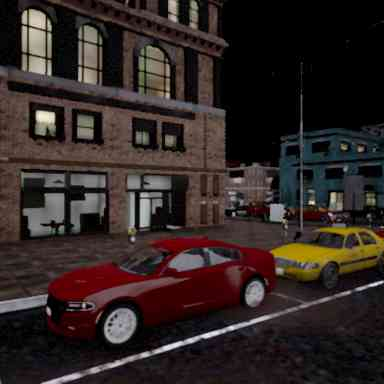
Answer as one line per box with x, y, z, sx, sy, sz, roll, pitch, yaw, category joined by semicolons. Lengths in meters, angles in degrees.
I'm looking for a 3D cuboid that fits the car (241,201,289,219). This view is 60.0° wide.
7.894;1.861;34.341;2.192;1.841;5.009;-1;0;-37;car

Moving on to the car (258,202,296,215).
11.159;2.143;43.963;1.752;1.417;4.829;-1;0;-37;car

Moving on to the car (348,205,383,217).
17.989;2.049;34.738;1.947;1.339;4.313;-1;0;-37;car

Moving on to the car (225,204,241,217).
4.533;2.163;38.885;2.008;1.369;4.403;-1;0;-37;car

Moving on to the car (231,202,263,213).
7.897;2.233;48.371;2.008;1.369;4.403;-1;0;-37;car

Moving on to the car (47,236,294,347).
-0.326;1.575;6.329;4.507;1.381;1.887;1;-1;-35;car

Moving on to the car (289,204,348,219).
11.259;1.919;29.797;1.967;1.590;4.097;-1;0;-37;car

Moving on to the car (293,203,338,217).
14.523;2.077;39.419;1.752;1.417;4.829;-1;0;-37;car

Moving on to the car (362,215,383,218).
8.703;1.678;12.764;4.507;1.381;1.887;1;-1;-35;car

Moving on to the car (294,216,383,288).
4.049;1.606;9.449;4.829;1.417;1.752;1;-1;-35;car
